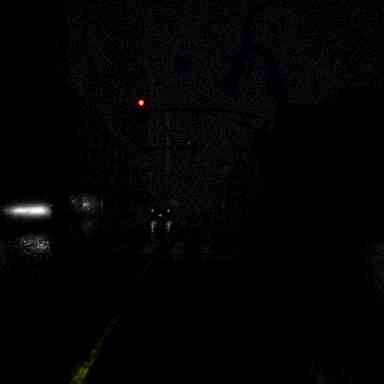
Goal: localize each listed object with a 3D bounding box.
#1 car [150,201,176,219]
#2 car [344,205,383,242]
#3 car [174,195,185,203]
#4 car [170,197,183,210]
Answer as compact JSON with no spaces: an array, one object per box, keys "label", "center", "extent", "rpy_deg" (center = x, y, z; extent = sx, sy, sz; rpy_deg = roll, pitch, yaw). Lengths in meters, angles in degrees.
[{"label":"car","center":[-2.823,1.787,31.847],"extent":[1.895,1.301,4.718],"rpy_deg":[0,-1,0]},{"label":"car","center":[10.830,1.658,17.872],"extent":[5.009,1.841,2.192],"rpy_deg":[1,-1,0]},{"label":"car","center":[-2.691,1.511,67.082],"extent":[2.150,2.045,5.566],"rpy_deg":[0,-1,0]},{"label":"car","center":[-2.797,1.941,51.618],"extent":[1.812,1.442,4.674],"rpy_deg":[0,-1,0]}]
